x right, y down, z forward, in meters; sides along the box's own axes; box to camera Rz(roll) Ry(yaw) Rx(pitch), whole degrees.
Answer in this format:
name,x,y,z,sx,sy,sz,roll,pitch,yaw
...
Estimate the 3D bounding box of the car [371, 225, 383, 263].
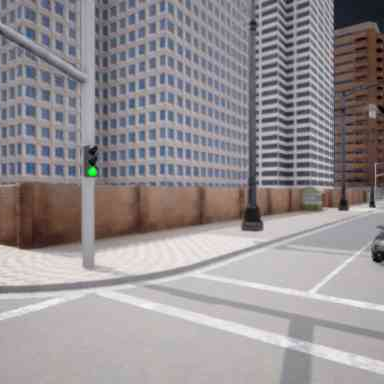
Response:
name,x,y,z,sx,sy,sz,roll,pitch,yaw
car,7.316,1.563,11.094,1.994,1.385,4.181,0,0,36
